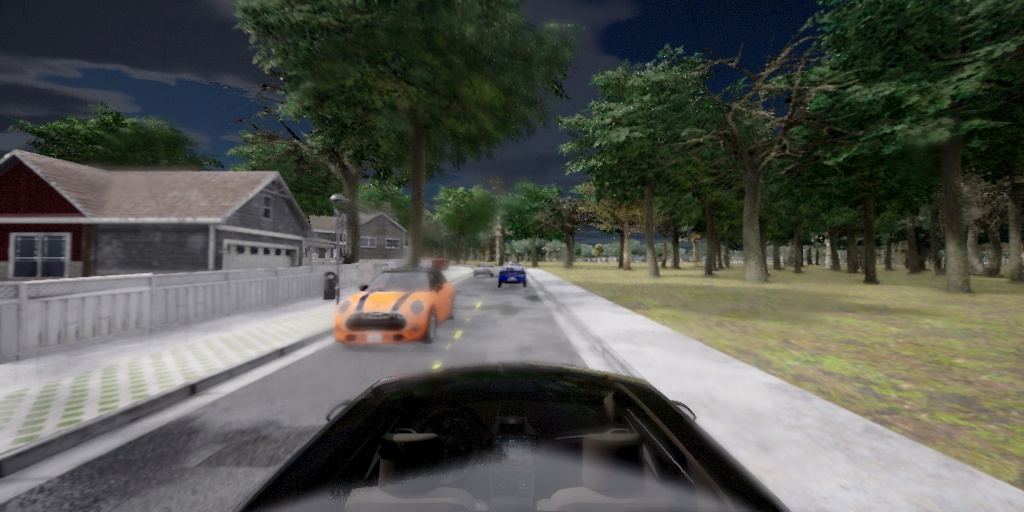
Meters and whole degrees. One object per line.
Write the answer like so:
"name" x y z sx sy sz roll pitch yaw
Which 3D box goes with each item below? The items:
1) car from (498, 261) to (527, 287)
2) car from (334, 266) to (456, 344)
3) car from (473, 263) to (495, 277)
"car" 0.046 1.260 24.955 1.882 1.535 5.008 0 0 1
"car" -2.839 1.111 9.666 2.097 1.767 4.553 0 0 0
"car" -2.761 1.403 35.999 1.895 1.301 4.718 0 0 0
